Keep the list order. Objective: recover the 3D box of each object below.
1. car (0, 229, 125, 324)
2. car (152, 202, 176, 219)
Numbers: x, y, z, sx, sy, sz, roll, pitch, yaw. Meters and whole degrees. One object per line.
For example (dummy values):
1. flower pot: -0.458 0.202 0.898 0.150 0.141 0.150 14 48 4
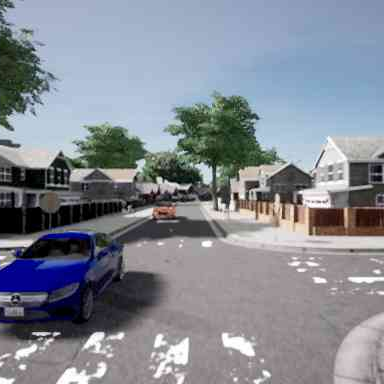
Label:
1. car: -2.744 1.620 7.475 1.812 1.442 4.674 0 -1 0
2. car: -2.716 1.757 33.234 2.097 1.767 4.553 0 -1 0
